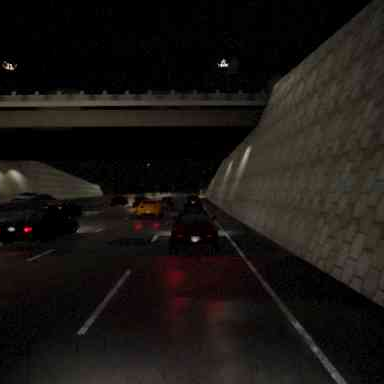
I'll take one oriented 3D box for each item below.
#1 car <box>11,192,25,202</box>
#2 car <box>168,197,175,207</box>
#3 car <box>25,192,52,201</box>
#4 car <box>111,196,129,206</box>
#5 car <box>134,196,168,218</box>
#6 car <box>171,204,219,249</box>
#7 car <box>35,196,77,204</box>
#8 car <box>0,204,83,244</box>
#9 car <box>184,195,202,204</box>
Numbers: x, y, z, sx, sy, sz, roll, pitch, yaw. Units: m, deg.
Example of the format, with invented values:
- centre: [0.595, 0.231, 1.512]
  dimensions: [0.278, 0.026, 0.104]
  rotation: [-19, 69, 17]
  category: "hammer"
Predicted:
- centre: [-24.480, 0.975, 49.397]
  dimensions: [2.150, 2.045, 5.566]
  rotation: [0, 0, 0]
  category: "car"
- centre: [-3.468, 1.334, 46.813]
  dimensions: [2.033, 1.411, 5.357]
  rotation: [0, 0, 0]
  category: "car"
- centre: [-20.988, 1.129, 46.748]
  dimensions: [2.097, 1.767, 4.553]
  rotation: [0, 0, 0]
  category: "car"
- centre: [-10.452, 1.301, 48.367]
  dimensions: [1.812, 1.442, 4.674]
  rotation: [0, 0, 1]
  category: "car"
- centre: [-3.388, 1.348, 28.266]
  dimensions: [1.882, 1.535, 5.008]
  rotation: [0, 0, 0]
  category: "car"
- centre: [0.104, 1.462, 14.019]
  dimensions: [1.812, 1.442, 4.674]
  rotation: [0, 0, 0]
  category: "car"
- centre: [-10.390, 1.364, 27.071]
  dimensions: [2.128, 1.511, 4.902]
  rotation: [0, 0, 0]
  category: "car"
- centre: [-6.894, 1.474, 15.247]
  dimensions: [2.033, 1.411, 5.357]
  rotation: [0, 0, 0]
  category: "car"
- centre: [0.119, 1.179, 38.438]
  dimensions: [2.097, 1.767, 4.553]
  rotation: [0, 0, 0]
  category: "car"
